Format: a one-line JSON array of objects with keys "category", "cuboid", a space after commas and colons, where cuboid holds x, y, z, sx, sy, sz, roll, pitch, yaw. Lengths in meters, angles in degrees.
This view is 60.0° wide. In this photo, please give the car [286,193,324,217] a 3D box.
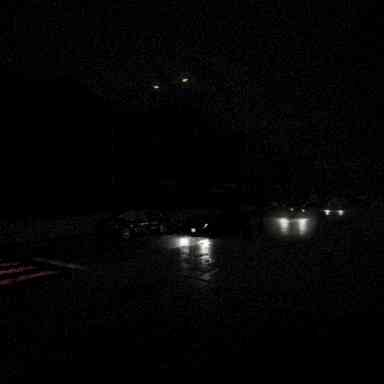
[{"category": "car", "cuboid": [10.137, 1.159, 30.734, 2.150, 2.045, 5.566, 0, 0, 35]}]

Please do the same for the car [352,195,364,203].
[{"category": "car", "cuboid": [33.043, 1.507, 67.759, 1.947, 1.339, 4.313, 0, 0, 35]}]

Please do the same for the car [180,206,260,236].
[{"category": "car", "cuboid": [1.591, 1.502, 18.591, 2.033, 1.411, 5.357, 0, 0, 35]}]

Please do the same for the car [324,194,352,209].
[{"category": "car", "cuboid": [19.030, 1.455, 43.229, 1.882, 1.535, 5.008, 0, 0, 35]}]

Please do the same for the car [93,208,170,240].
[{"category": "car", "cuboid": [-2.875, 1.516, 16.642, 2.008, 1.369, 4.403, 0, 0, 35]}]

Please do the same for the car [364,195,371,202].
[{"category": "car", "cuboid": [39.476, 1.485, 76.915, 1.752, 1.417, 4.829, 0, 0, 35]}]

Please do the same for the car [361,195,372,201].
[{"category": "car", "cuboid": [42.839, 1.517, 81.701, 1.887, 1.381, 4.507, 0, 0, 35]}]

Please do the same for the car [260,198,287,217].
[{"category": "car", "cuboid": [6.920, 1.522, 30.582, 1.802, 1.307, 4.206, 0, 0, 35]}]

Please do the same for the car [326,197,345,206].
[{"category": "car", "cuboid": [23.248, 1.498, 53.818, 1.947, 1.339, 4.313, 0, 0, 35]}]

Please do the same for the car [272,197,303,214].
[{"category": "car", "cuboid": [10.185, 1.377, 35.230, 1.967, 1.590, 4.097, 0, 0, 35]}]
